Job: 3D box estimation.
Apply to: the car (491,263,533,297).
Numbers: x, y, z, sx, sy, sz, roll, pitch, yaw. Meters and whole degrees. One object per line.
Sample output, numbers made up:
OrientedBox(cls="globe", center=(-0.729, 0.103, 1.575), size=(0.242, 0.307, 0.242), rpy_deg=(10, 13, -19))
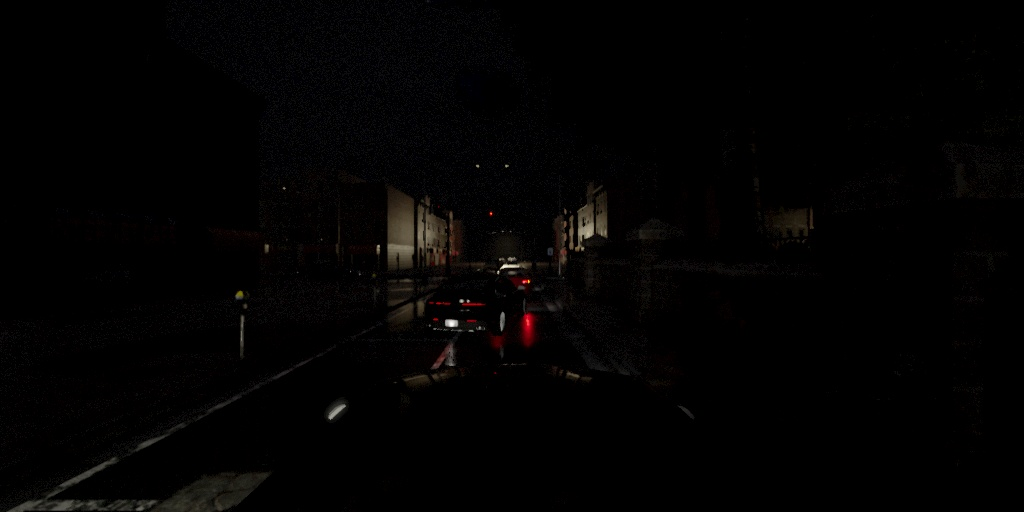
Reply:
OrientedBox(cls="car", center=(0.054, 1.267, 17.852), size=(1.812, 1.442, 4.674), rpy_deg=(0, 0, 1))

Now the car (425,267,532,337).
OrientedBox(cls="car", center=(-0.811, 1.250, 10.359), size=(1.837, 1.490, 4.892), rpy_deg=(0, 0, 13))

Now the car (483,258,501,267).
OrientedBox(cls="car", center=(-2.623, 1.259, 44.032), size=(1.751, 1.417, 4.829), rpy_deg=(0, 0, 0))

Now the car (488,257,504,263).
OrientedBox(cls="car", center=(-2.621, 1.047, 49.654), size=(2.192, 1.841, 5.009), rpy_deg=(0, 0, 0))

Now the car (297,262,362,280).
OrientedBox(cls="car", center=(-14.985, 1.247, 29.512), size=(4.902, 1.511, 2.128), rpy_deg=(0, 0, 0))
